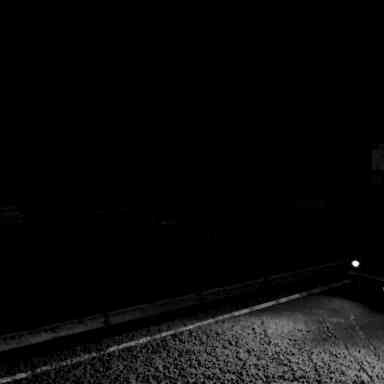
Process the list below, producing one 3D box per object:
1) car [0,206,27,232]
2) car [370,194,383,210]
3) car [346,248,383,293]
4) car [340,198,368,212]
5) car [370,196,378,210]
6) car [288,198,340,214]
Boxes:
[{"bbox_3d":[-10.665,1.491,18.920,2.002,1.452,4.674,0,0,-35],"label":"car"},{"bbox_3d":[23.911,1.385,43.479,2.185,1.767,4.553,1,0,-35],"label":"car"},{"bbox_3d":[5.621,1.593,7.686,4.718,1.301,1.895,0,0,-35],"label":"car"},{"bbox_3d":[17.083,1.458,38.662,2.097,1.535,5.008,0,0,-35],"label":"car"},{"bbox_3d":[19.355,1.513,40.275,2.002,1.452,4.674,0,0,-35],"label":"car"},{"bbox_3d":[12.551,1.441,35.426,2.097,1.535,5.008,0,0,-35],"label":"car"}]
